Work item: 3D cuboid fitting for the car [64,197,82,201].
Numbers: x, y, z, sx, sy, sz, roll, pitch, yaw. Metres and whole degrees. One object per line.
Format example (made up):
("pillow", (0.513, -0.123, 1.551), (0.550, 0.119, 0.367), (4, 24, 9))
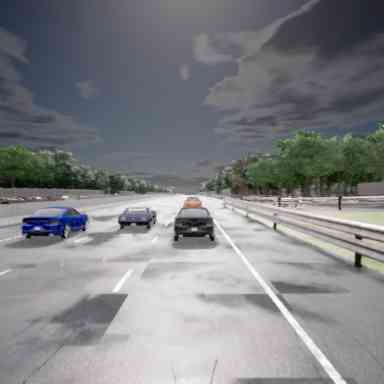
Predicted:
("car", (-17.525, 1.479, 48.843), (1.882, 1.535, 5.008), (0, 0, 0))

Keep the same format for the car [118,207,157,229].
("car", (-3.401, 1.604, 21.645), (1.895, 1.301, 4.718), (0, 0, 0))

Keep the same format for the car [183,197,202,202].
("car", (0.099, 1.350, 37.870), (2.097, 1.767, 4.553), (0, 0, 0))

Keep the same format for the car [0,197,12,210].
("car", (-24.576, 1.477, 41.216), (1.882, 1.535, 5.008), (0, 0, 0))

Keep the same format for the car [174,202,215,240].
("car", (0.099, 1.481, 17.001), (1.882, 1.535, 5.008), (0, 0, 0))

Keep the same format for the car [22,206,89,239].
("car", (-6.901, 1.482, 17.345), (1.882, 1.535, 5.008), (0, 0, 0))

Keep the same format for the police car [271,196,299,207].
("police car", (13.547, 1.392, 49.125), (2.038, 1.542, 4.974), (0, 0, -19))

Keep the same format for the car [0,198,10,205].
("car", (-21.095, 1.601, 34.210), (1.895, 1.301, 4.718), (0, 0, 0))
